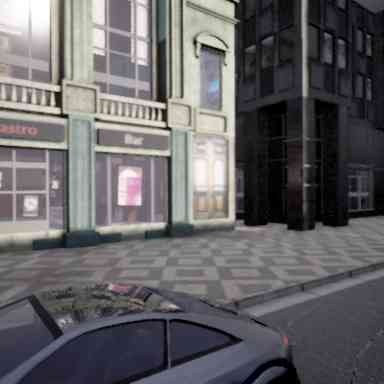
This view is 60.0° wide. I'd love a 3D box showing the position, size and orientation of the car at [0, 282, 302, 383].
[{"bbox_3d":[-1.052,1.559,2.618,4.181,1.385,1.994,-1,0,-35],"label":"car"}]
